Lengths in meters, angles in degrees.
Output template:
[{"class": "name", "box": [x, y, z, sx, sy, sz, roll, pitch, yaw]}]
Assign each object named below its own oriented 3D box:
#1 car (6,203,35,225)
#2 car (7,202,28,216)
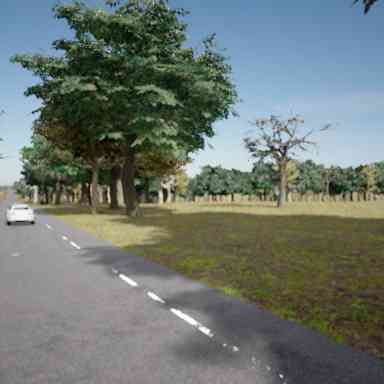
[{"class": "car", "box": [-13.337, 1.714, 25.901, 1.812, 1.442, 4.674, 0, 0, -28]}, {"class": "car", "box": [-19.745, 1.871, 37.621, 1.895, 1.301, 4.718, 0, 0, -28]}]
